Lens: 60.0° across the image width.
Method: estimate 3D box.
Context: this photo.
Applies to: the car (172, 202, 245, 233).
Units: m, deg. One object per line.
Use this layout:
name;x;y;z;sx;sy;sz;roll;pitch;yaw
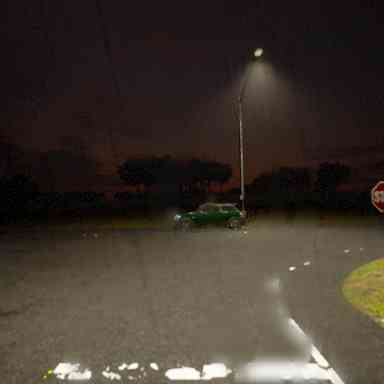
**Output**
car;1.002;1.555;21.200;4.553;1.767;2.097;-2;-1;-1
